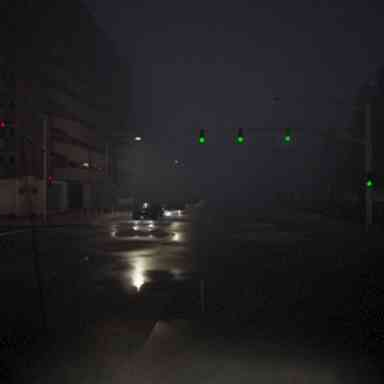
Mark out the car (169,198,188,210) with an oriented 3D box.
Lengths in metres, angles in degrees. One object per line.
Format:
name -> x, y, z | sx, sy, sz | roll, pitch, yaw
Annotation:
car -> -2.127, 1.703, 43.769 | 1.895, 1.301, 4.718 | 0, 0, 6

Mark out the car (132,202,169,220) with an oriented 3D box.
car -> -3.704, 1.624, 29.181 | 2.033, 1.411, 5.357 | 0, 0, 6

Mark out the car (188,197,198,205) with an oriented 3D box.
car -> 0.140, 1.615, 64.123 | 1.882, 1.535, 5.008 | 0, 0, 6
